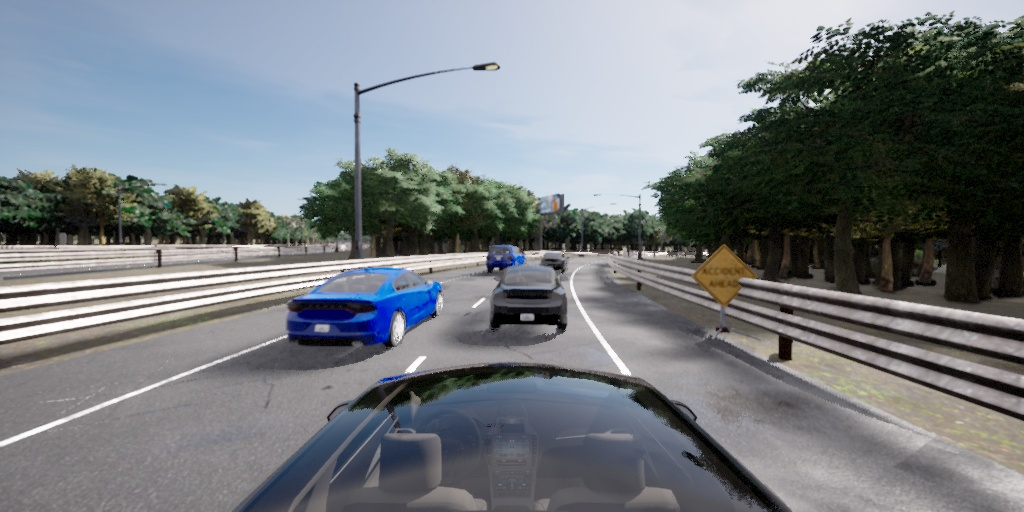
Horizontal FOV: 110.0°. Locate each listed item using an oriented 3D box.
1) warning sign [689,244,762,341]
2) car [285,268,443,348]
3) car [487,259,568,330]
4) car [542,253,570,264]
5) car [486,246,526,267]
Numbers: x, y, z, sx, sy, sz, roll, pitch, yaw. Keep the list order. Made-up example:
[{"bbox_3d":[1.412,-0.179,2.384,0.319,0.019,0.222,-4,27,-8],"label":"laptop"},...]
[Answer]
[{"bbox_3d":[4.362,0.687,7.427,1.300,1.860,1.060,0,0,3],"label":"warning sign"},{"bbox_3d":[-3.097,1.009,8.656,1.882,1.535,5.008,0,2,4],"label":"car"},{"bbox_3d":[0.518,0.995,10.088,1.837,1.490,4.892,0,2,5],"label":"car"},{"bbox_3d":[3.405,0.494,28.423,1.837,1.490,4.892,0,1,13],"label":"car"},{"bbox_3d":[-0.350,0.223,27.807,2.150,2.045,5.566,0,1,13],"label":"car"}]
